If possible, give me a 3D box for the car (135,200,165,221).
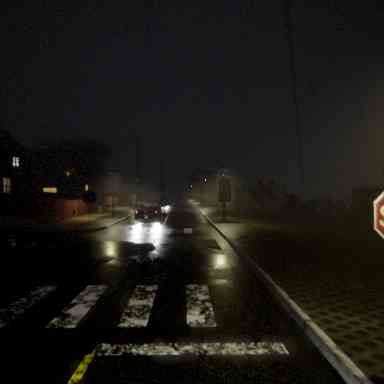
[{"bbox_3d":[-3.469,1.576,26.882,1.895,1.301,4.718,0,0,-2],"label":"car"}]

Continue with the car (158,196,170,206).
[{"bbox_3d":[-4.452,1.409,52.968,2.128,1.511,4.902,0,0,-2],"label":"car"}]
